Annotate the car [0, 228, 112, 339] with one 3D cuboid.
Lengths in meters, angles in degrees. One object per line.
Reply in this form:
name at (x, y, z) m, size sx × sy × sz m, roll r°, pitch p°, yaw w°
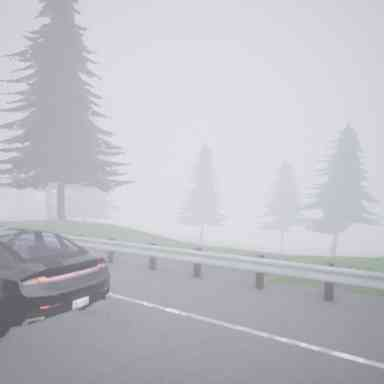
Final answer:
car at (-3.708, 1.460, 6.420) m, size 4.902 × 1.511 × 2.128 m, roll 0°, pitch 0°, yaw 34°
